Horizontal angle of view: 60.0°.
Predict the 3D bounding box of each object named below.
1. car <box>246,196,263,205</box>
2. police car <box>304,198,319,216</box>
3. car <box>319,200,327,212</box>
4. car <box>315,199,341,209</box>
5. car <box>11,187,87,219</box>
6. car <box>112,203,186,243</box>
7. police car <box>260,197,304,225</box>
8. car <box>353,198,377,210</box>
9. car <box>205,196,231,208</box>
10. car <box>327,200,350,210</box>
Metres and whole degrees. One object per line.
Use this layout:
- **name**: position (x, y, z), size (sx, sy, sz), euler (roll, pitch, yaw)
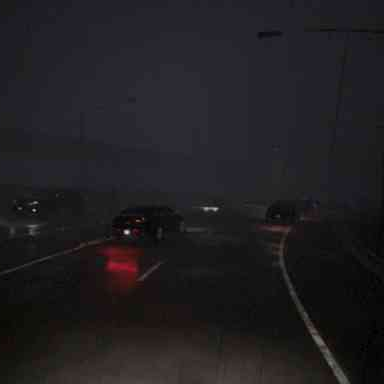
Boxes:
- **car**: position (11.638, 1.481, 59.404), size (2.097, 1.767, 4.553), euler (2, -1, 42)
- **police car**: position (10.323, 1.325, 31.400), size (1.930, 1.638, 5.238), euler (2, 1, 28)
- **car**: position (12.981, 1.463, 36.031), size (1.812, 1.442, 4.674), euler (2, 0, 31)
- **car**: position (23.233, 2.070, 56.709), size (4.902, 1.511, 2.128), euler (4, -3, -44)
- **car**: position (-9.708, 0.669, 23.193), size (2.150, 2.045, 5.566), euler (2, 0, 20)
- **car**: position (-1.749, 1.257, 14.952), size (1.837, 1.490, 4.892), euler (-1, 0, 17)
- **police car**: position (6.405, 1.311, 23.217), size (1.930, 1.638, 5.238), euler (2, 1, 23)
- **car**: position (30.568, 2.217, 58.718), size (5.566, 2.045, 2.150), euler (4, -2, -41)
- **car**: position (3.294, 1.224, 42.180), size (1.994, 1.385, 4.181), euler (2, 0, 32)
- **car**: position (22.360, 1.966, 50.502), size (1.994, 1.385, 4.181), euler (1, -2, 43)
